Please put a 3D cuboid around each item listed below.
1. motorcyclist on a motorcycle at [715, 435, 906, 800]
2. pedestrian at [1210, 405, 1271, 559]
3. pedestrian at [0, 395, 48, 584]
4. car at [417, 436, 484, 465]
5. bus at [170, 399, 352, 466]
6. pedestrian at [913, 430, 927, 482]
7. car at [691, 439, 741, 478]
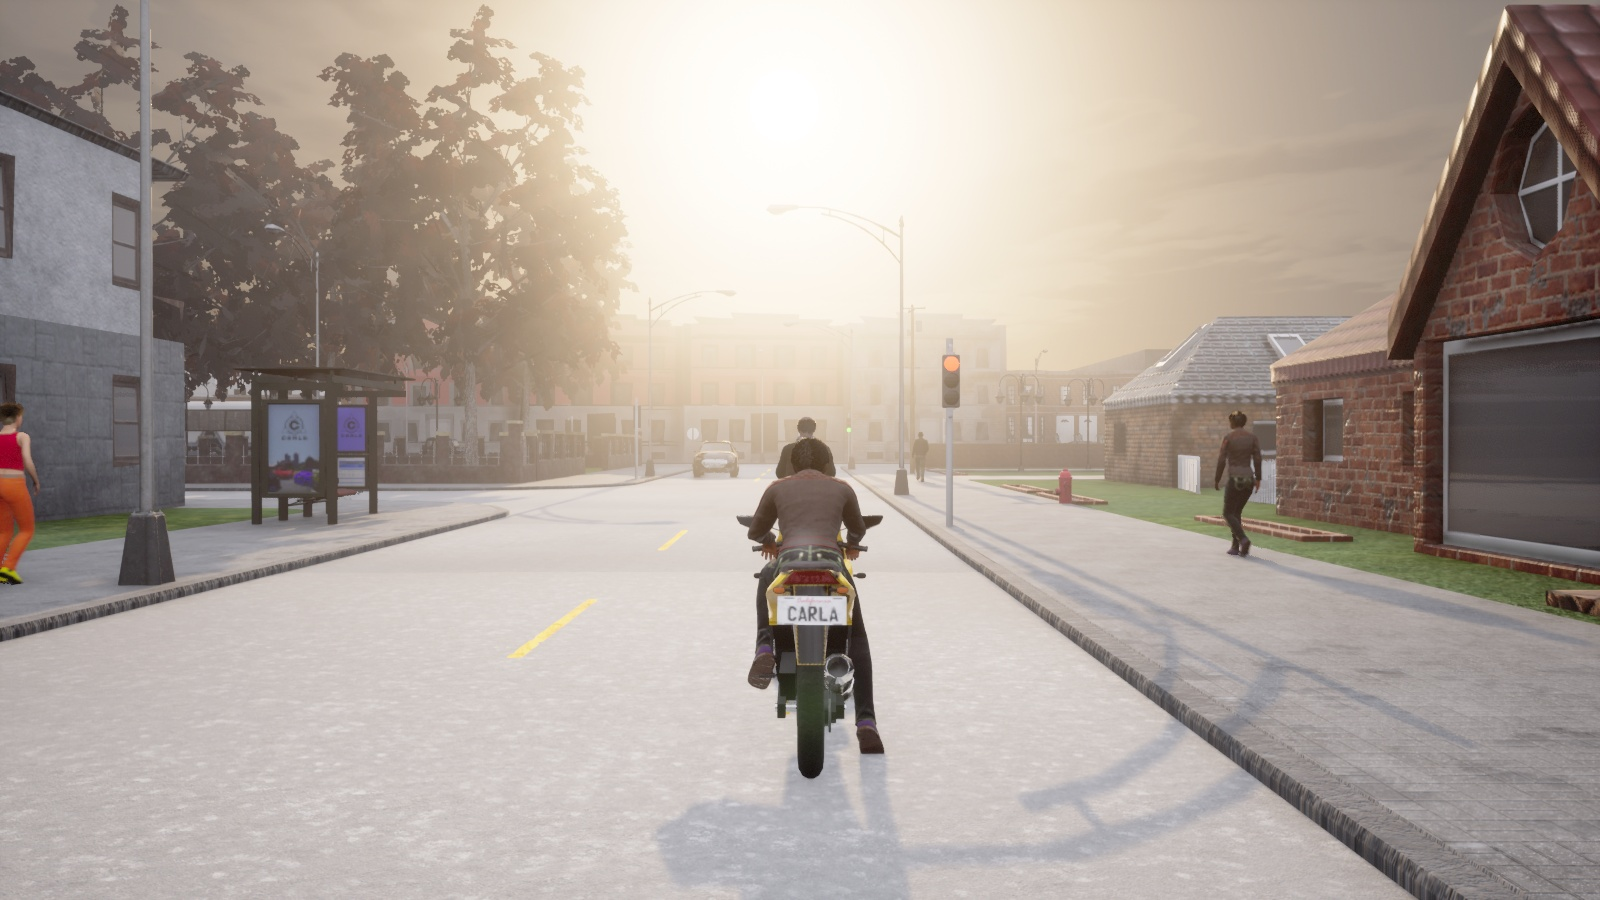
[{"bbox_3d":[0.049,0.693,6.256,0.797,1.523,2.044,0,0,0],"label":"motorcyclist on a motorcycle"},{"bbox_3d":[5.305,0.375,15.158,0.328,1.805,0.869,0,0,-8],"label":"pedestrian"},{"bbox_3d":[-7.832,0.379,12.481,0.345,1.836,0.594,0,0,3],"label":"pedestrian"},{"bbox_3d":[-22.915,0.058,82.453,3.866,1.878,1.905,0,0,1],"label":"car"},{"bbox_3d":[-35.270,-1.124,82.490,10.273,4.253,3.944,0,0,1],"label":"bus"},{"bbox_3d":[4.276,0.203,44.739,0.431,1.840,0.703,0,0,0],"label":"pedestrian"},{"bbox_3d":[-3.748,0.354,56.532,2.033,1.649,4.856,0,0,-1],"label":"car"}]
